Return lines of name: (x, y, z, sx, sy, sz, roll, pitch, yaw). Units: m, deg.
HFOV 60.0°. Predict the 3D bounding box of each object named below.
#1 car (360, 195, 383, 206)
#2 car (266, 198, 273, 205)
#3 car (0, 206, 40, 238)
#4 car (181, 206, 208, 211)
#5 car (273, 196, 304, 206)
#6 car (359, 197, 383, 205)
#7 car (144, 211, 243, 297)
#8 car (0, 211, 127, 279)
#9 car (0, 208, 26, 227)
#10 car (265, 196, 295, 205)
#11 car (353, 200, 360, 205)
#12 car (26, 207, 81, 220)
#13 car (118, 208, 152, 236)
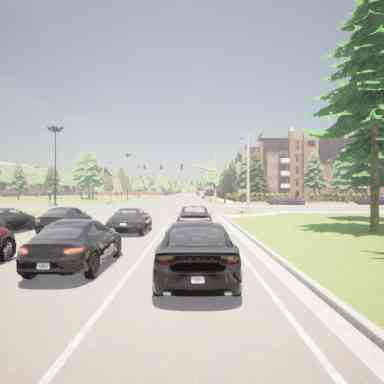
car: (30.230, 1.352, 53.536, 4.553, 1.767, 2.097, 0, 0, 0)
car: (15.767, 1.547, 56.949, 5.357, 1.411, 2.033, 0, 0, 0)
car: (-10.376, 1.564, 18.465, 1.994, 1.385, 4.181, 0, 0, 0)
car: (0.124, 1.491, 18.008, 2.128, 1.511, 4.902, 0, 0, 0)
car: (15.845, 1.563, 53.450, 4.181, 1.385, 1.994, 0, 0, 0)
car: (33.464, 1.547, 60.473, 5.357, 1.411, 2.033, 0, 0, 0)
car: (0.111, 1.478, 8.641, 1.882, 1.535, 5.008, 0, 0, 0)
car: (-3.388, 1.526, 9.880, 1.812, 1.442, 4.674, 0, 0, 0)
car: (-6.888, 1.353, 9.214, 2.097, 1.767, 4.553, 0, 0, 0)
car: (15.883, 1.491, 60.442, 4.902, 1.511, 2.128, 0, 0, 0)
car: (30.699, 1.547, 57.026, 5.357, 1.411, 2.033, 0, 0, 0)
car: (-6.878, 1.526, 18.156, 1.812, 1.442, 4.674, 0, 0, 0)
car: (-3.377, 1.564, 18.342, 1.994, 1.385, 4.181, 0, 0, 0)
